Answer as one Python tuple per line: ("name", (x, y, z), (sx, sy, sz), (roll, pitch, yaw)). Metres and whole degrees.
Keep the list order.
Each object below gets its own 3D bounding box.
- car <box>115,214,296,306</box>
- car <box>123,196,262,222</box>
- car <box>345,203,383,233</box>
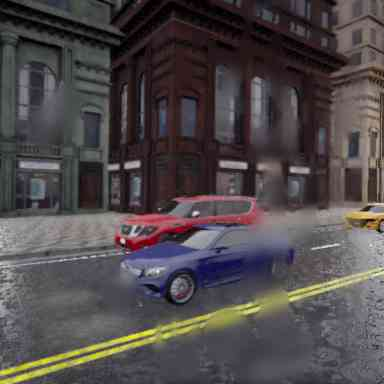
("car", (0.572, 1.482, 8.060), (4.674, 1.442, 1.812), (0, 0, -35))
("car", (0.150, 1.160, 11.755), (5.566, 2.045, 2.150), (1, 0, -35))
("car", (10.918, 1.409, 19.356), (5.008, 1.535, 1.882), (0, 1, -35))
